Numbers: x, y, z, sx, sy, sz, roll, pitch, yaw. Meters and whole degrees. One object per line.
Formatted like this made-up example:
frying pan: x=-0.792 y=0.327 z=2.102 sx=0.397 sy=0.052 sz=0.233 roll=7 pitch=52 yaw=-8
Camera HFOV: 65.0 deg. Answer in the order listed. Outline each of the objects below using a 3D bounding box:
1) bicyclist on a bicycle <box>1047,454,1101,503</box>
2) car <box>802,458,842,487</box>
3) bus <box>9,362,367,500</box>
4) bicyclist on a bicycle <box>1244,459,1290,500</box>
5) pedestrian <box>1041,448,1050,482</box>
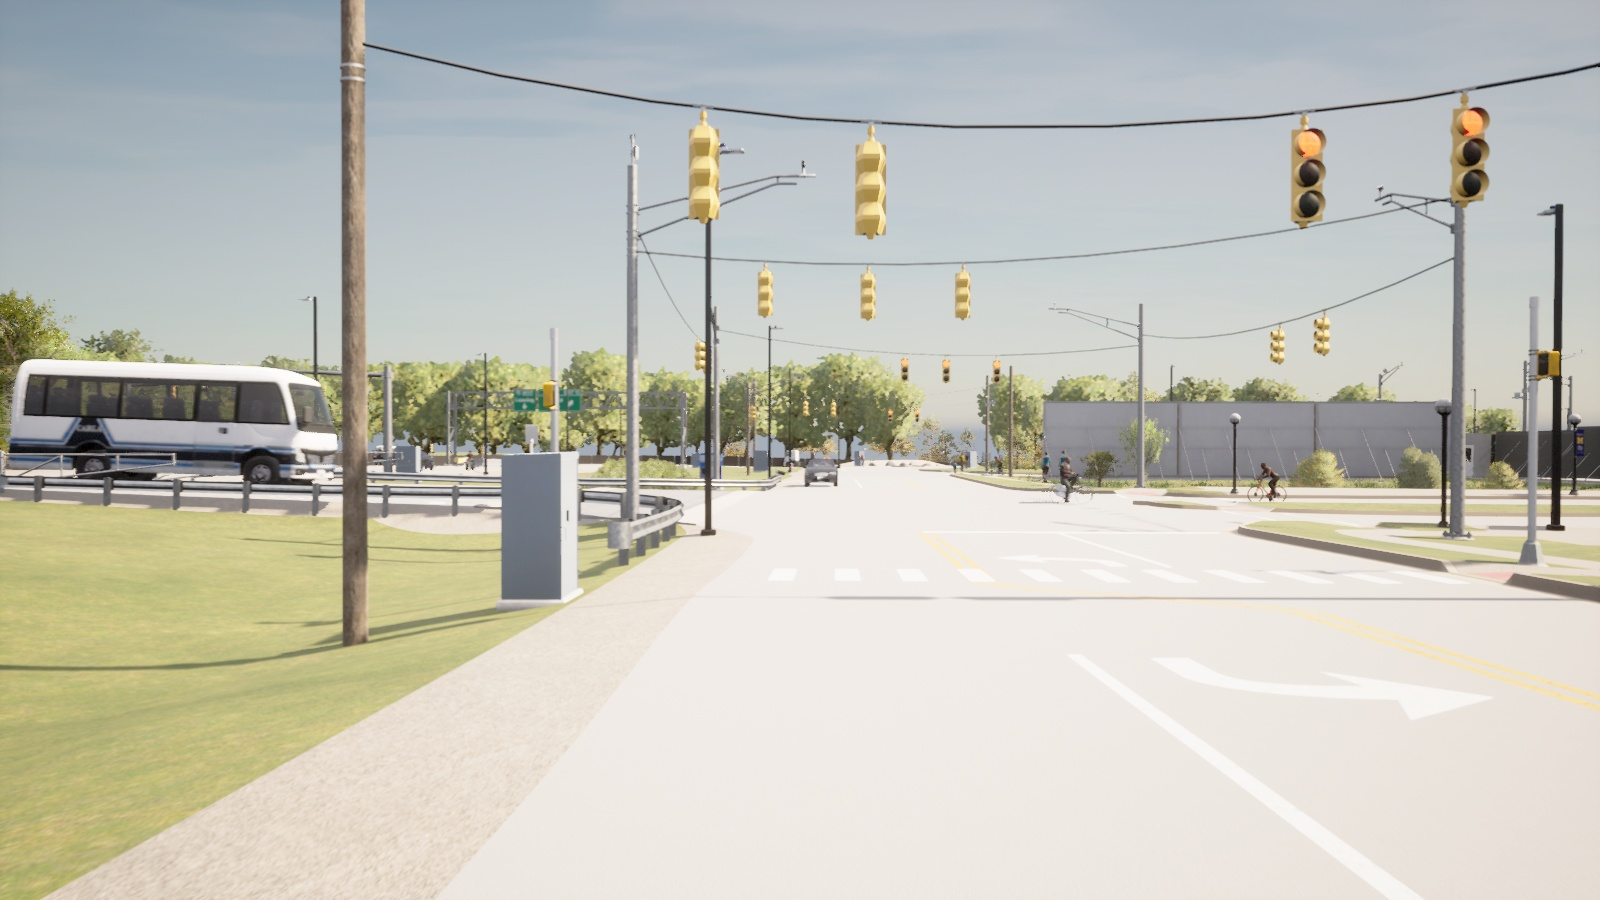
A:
bicyclist on a bicycle: x=10.020 y=1.037 z=46.045 sx=1.843 sy=1.776 sz=0.659 roll=0 pitch=-2 yaw=45
car: x=1.225 y=1.206 z=69.603 sx=2.128 sy=1.511 sz=4.902 roll=0 pitch=0 yaw=2
bus: x=-20.725 y=-0.618 z=43.064 sx=10.273 sy=4.253 sz=3.944 roll=2 pitch=-1 yaw=2
bicyclist on a bicycle: x=18.779 y=1.183 z=50.490 sx=1.656 sy=1.620 sz=0.582 roll=0 pitch=0 yaw=-5
pedestrian: x=14.210 y=0.883 z=72.607 sx=0.396 sy=1.930 sz=0.692 roll=0 pitch=1 yaw=2
